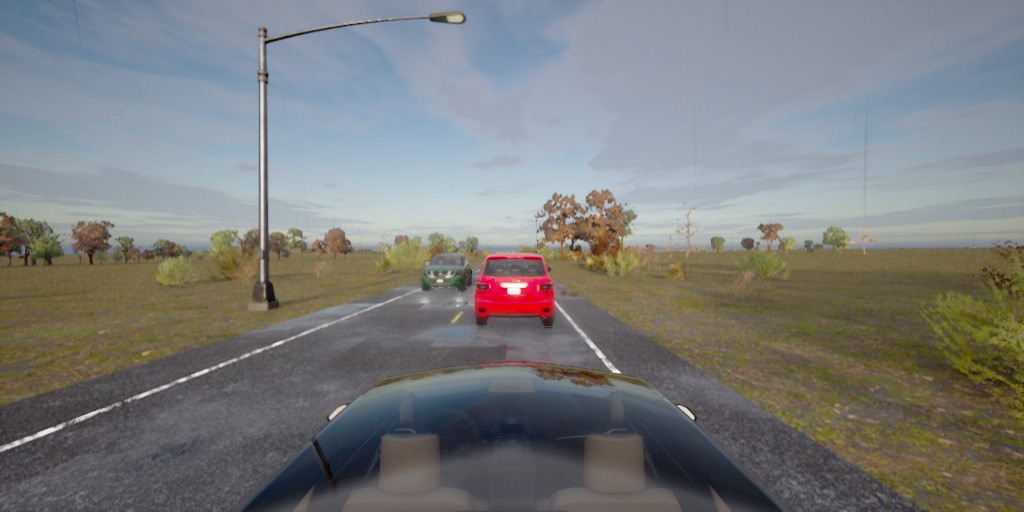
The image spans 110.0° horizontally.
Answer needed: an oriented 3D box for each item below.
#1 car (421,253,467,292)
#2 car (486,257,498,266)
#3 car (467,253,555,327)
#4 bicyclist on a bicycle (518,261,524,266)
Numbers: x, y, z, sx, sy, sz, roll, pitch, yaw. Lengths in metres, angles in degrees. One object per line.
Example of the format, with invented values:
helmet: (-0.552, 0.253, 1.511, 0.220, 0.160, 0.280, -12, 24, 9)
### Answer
car: (-3.563, 0.868, 20.534, 2.150, 2.045, 5.566, 0, 0, 0)
car: (-3.440, 0.951, 62.811, 1.812, 1.442, 4.674, 0, 0, 1)
car: (0.108, 0.921, 11.496, 2.150, 2.045, 5.566, 0, 1, 1)
bicyclist on a bicycle: (1.038, 0.915, 39.819, 0.659, 1.776, 1.843, 0, 1, 0)
